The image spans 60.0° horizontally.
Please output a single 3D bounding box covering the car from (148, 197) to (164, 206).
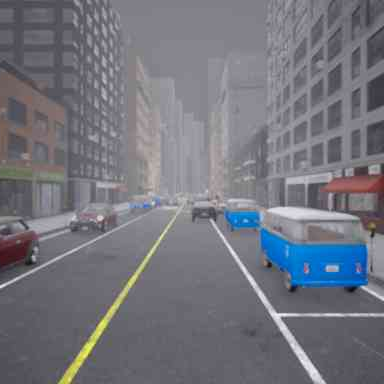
[{"bbox_3d":[-5.660,1.478,52.636,1.947,1.339,4.313,0,0,0],"label":"car"}]

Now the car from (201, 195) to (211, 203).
[{"bbox_3d":[2.868,1.440,69.139,2.008,1.369,4.403,0,0,0],"label":"car"}]

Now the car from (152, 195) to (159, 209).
[{"bbox_3d":[-5.662,1.480,41.633,2.008,1.369,4.403,0,0,0],"label":"car"}]

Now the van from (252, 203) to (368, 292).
[{"bbox_3d":[2.857,1.326,8.623,1.690,1.788,3.998,0,0,0],"label":"van"}]

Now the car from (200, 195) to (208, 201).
[{"bbox_3d":[2.870,1.441,80.141,1.947,1.339,4.313,0,0,0],"label":"car"}]

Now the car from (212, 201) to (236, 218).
[{"bbox_3d":[2.861,1.529,30.629,1.802,1.307,4.206,0,0,0],"label":"car"}]

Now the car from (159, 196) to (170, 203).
[{"bbox_3d":[-5.657,1.455,69.140,1.947,1.339,4.313,0,0,0],"label":"car"}]

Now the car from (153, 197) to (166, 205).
[{"bbox_3d":[-5.659,1.486,58.138,1.802,1.307,4.206,0,0,0],"label":"car"}]

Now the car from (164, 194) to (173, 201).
[{"bbox_3d":[-5.656,1.316,80.143,1.967,1.590,4.097,0,0,0],"label":"car"}]

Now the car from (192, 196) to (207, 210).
[{"bbox_3d":[0.907,1.383,42.495,1.801,1.575,5.366,0,0,0],"label":"car"}]

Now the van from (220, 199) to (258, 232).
[{"bbox_3d":[2.859,1.307,19.626,1.690,1.788,3.998,0,0,0],"label":"van"}]

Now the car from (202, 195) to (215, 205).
[{"bbox_3d":[2.866,1.344,58.136,1.967,1.590,4.097,0,0,0],"label":"car"}]

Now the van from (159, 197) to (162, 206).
[{"bbox_3d":[-5.662,1.261,47.134,1.690,1.788,3.998,0,0,0],"label":"van"}]

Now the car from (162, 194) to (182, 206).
[{"bbox_3d":[-3.056,1.406,51.239,2.128,1.511,4.902,0,0,0],"label":"car"}]

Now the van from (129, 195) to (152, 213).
[{"bbox_3d":[-5.664,1.279,36.133,1.690,1.788,3.998,0,0,0],"label":"van"}]

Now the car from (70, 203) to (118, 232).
[{"bbox_3d":[-5.666,1.406,19.628,1.967,1.590,4.097,0,0,0],"label":"car"}]

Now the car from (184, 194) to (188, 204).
[{"bbox_3d":[0.011,1.464,61.542,1.994,1.385,4.181,0,0,0],"label":"car"}]

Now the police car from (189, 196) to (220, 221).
[{"bbox_3d":[0.904,1.379,26.415,1.930,1.638,5.238,0,0,0],"label":"police car"}]

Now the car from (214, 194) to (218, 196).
[{"bbox_3d":[2.864,1.235,47.132,2.192,1.841,5.009,0,0,0],"label":"car"}]

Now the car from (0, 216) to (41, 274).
[{"bbox_3d":[-5.669,1.425,8.625,1.967,1.590,4.097,0,0,0],"label":"car"}]

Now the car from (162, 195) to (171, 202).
[{"bbox_3d":[-5.657,1.464,74.641,1.802,1.307,4.206,0,0,0],"label":"car"}]

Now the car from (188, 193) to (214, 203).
[{"bbox_3d":[0.906,1.288,36.275,2.097,1.767,4.553,0,0,0],"label":"car"}]
